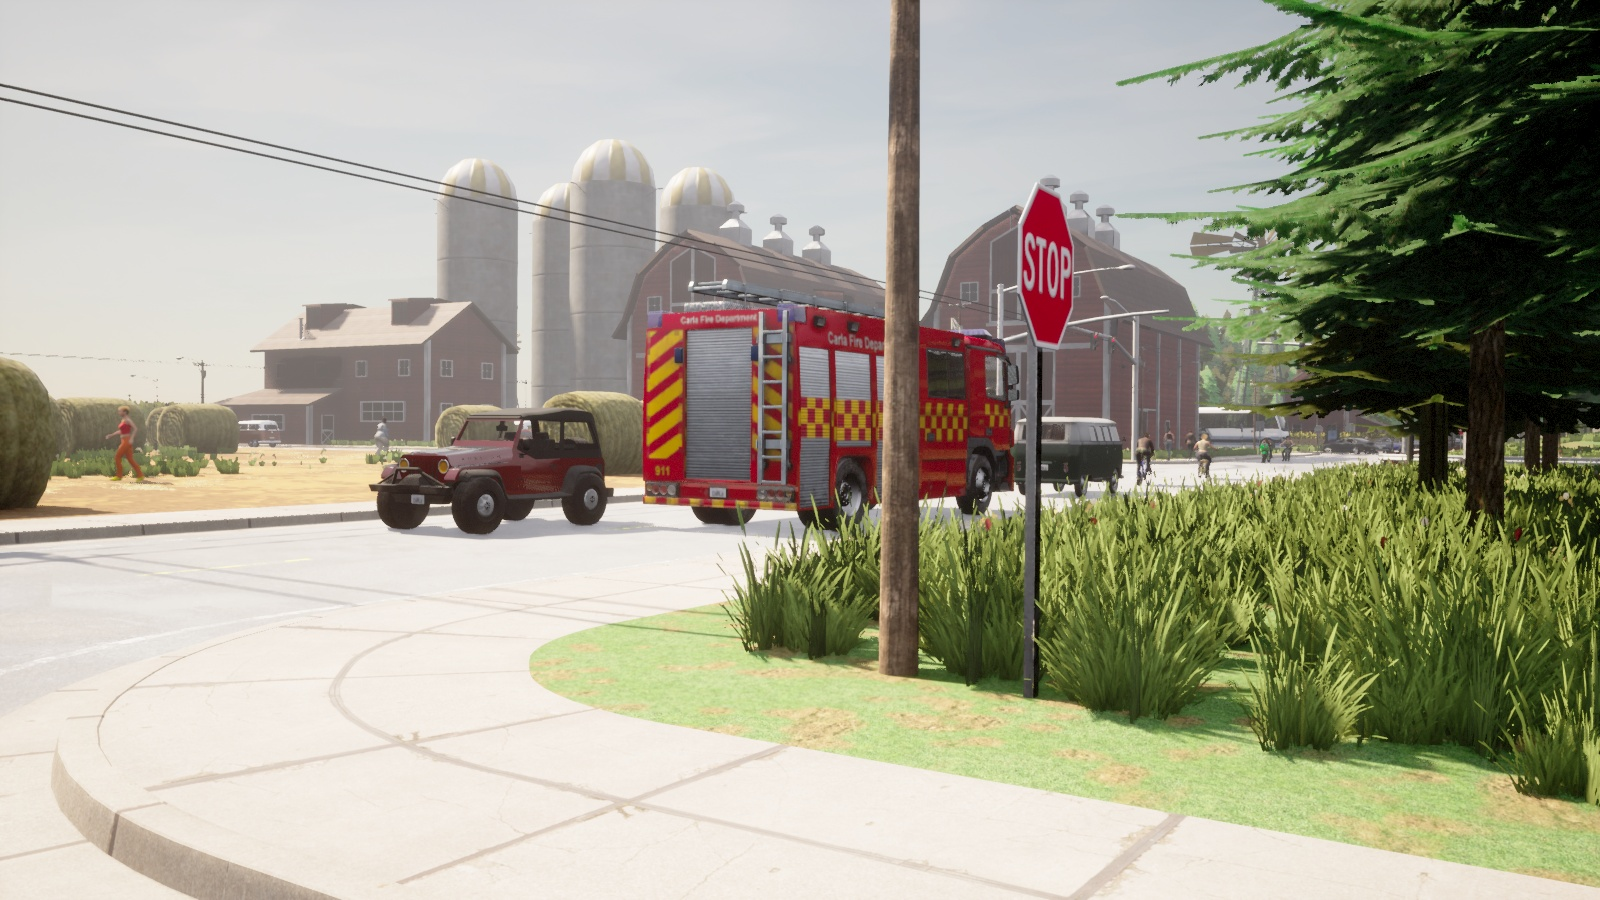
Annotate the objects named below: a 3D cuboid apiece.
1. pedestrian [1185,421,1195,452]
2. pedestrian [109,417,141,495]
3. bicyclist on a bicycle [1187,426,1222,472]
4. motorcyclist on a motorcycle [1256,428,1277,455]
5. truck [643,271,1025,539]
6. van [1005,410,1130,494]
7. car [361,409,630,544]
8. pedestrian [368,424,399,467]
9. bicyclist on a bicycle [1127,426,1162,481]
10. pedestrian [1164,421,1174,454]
[{"bbox_3d":[22.870,-0.791,73.633,0.328,1.805,0.869,0,1,30],"label":"pedestrian"},{"bbox_3d":[-15.995,0.130,29.758,0.594,1.836,0.345,-1,1,-34],"label":"pedestrian"},{"bbox_3d":[14.427,-0.038,44.761,0.866,1.612,1.509,0,0,31],"label":"bicyclist on a bicycle"},{"bbox_3d":[26.969,-0.487,72.584,0.797,1.523,2.044,0,1,31],"label":"motorcyclist on a motorcycle"},{"bbox_3d":[1.041,-0.713,22.314,2.891,3.827,8.468,0,1,32],"label":"truck"},{"bbox_3d":[6.932,0.016,32.205,1.775,1.987,4.442,0,1,31],"label":"van"},{"bbox_3d":[-4.638,0.336,19.657,1.905,1.878,3.866,0,1,31],"label":"car"},{"bbox_3d":[-18.142,-0.191,54.677,0.874,1.855,0.900,0,1,30],"label":"pedestrian"},{"bbox_3d":[10.473,0.104,38.135,0.582,1.620,1.656,0,0,31],"label":"bicyclist on a bicycle"},{"bbox_3d":[20.602,-0.722,70.066,0.345,1.836,0.594,0,1,33],"label":"pedestrian"}]
